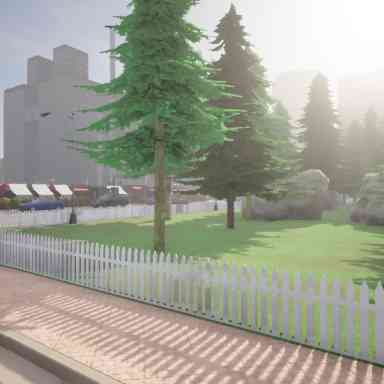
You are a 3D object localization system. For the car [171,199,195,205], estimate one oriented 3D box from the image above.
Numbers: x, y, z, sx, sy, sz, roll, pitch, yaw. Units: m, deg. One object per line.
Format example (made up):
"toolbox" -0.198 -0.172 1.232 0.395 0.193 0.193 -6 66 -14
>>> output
"car" -1.561 1.601 46.865 1.895 1.301 4.718 0 0 34

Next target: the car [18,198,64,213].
"car" -16.769 1.478 37.201 1.882 1.535 5.008 0 0 34

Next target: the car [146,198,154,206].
"car" -5.334 1.352 54.065 2.097 1.767 4.553 0 0 34

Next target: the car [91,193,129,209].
"car" -11.122 1.221 45.561 2.150 2.045 5.566 0 0 34
